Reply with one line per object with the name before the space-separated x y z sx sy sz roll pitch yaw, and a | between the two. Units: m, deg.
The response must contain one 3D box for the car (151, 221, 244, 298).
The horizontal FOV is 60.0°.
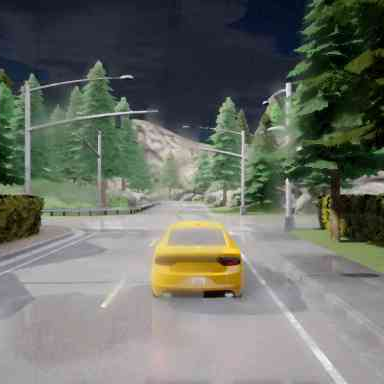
car | 0.121 1.478 8.563 1.882 1.535 5.008 0 0 0
